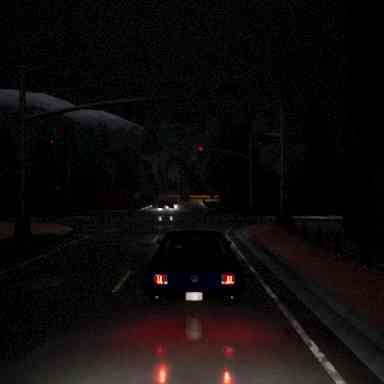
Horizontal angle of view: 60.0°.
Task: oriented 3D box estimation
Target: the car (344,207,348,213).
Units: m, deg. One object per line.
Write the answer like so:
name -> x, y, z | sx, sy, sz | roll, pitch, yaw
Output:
car -> 16.231, 1.602, 29.688 | 4.718, 1.301, 1.895 | 0, 0, -1

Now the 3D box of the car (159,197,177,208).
car -> -3.561, 1.505, 47.302 | 1.812, 1.442, 4.674 | 0, 0, 0

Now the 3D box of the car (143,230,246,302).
car -> 0.063, 1.597, 8.230 | 1.895, 1.301, 4.718 | 0, 0, 0
